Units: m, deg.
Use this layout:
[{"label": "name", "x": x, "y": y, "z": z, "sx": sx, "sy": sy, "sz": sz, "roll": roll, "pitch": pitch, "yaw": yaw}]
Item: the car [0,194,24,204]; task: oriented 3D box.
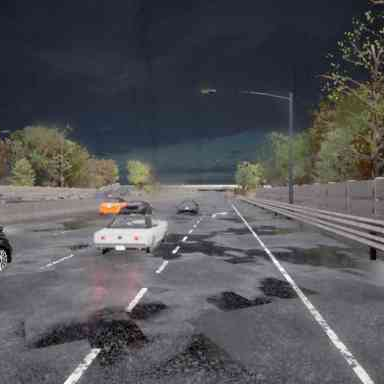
[{"label": "car", "x": -24.267, "y": 1.358, "z": 43.842, "sx": 2.097, "sy": 1.767, "sz": 4.553, "roll": 0, "pitch": 0, "yaw": 6}]

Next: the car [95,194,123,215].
[{"label": "car", "x": -7.483, "y": 1.353, "z": 32.984, "sx": 2.097, "sy": 1.767, "sz": 4.553, "roll": 0, "pitch": 0, "yaw": 5}]

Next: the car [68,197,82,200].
[{"label": "car", "x": -19.633, "y": 1.546, "z": 55.977, "sx": 1.812, "sy": 1.442, "sz": 4.674, "roll": 0, "pitch": 0, "yaw": 5}]

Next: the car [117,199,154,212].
[{"label": "car", "x": -4.428, "y": 1.505, "z": 27.907, "sx": 1.837, "sy": 1.490, "sz": 4.892, "roll": 0, "pitch": 0, "yaw": 5}]

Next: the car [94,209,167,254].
[{"label": "car", "x": -2.221, "y": 1.600, "z": 13.504, "sx": 1.895, "sy": 1.301, "sz": 4.718, "roll": 0, "pitch": 0, "yaw": 5}]

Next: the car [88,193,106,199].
[{"label": "car", "x": -16.019, "y": 1.244, "z": 57.087, "sx": 2.150, "sy": 2.045, "sz": 5.566, "roll": 0, "pitch": 0, "yaw": 5}]

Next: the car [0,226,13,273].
[{"label": "car", "x": -6.260, "y": 1.491, "z": 7.716, "sx": 2.128, "sy": 1.511, "sz": 4.902, "roll": 0, "pitch": 0, "yaw": 5}]

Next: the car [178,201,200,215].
[{"label": "car", "x": -0.309, "y": 1.566, "z": 34.551, "sx": 1.994, "sy": 1.385, "sz": 4.181, "roll": 0, "pitch": 0, "yaw": 5}]
